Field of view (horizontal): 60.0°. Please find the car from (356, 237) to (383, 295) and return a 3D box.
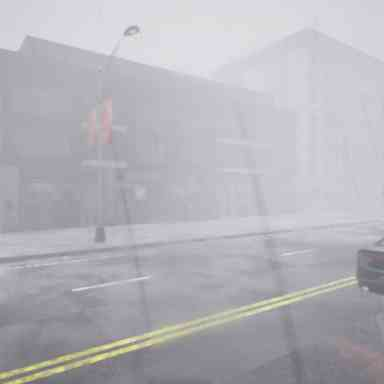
[{"bbox_3d":[5.729,1.482,7.548,5.008,1.535,1.882,0,0,-35],"label":"car"}]
